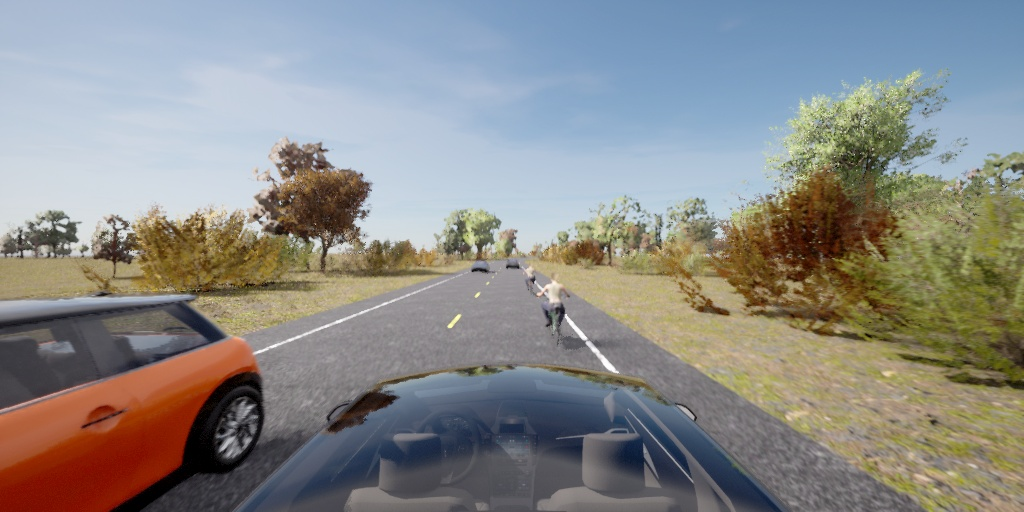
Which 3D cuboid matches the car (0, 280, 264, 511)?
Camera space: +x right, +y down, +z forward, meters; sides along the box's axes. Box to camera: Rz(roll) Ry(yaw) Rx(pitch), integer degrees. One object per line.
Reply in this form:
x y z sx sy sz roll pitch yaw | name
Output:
-3.598 1.102 1.760 2.097 1.767 4.553 0 0 0 | car

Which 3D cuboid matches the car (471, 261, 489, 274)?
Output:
-3.585 1.226 41.176 2.033 1.411 5.357 0 0 0 | car

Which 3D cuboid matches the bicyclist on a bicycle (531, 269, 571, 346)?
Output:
0.981 1.178 8.396 0.866 1.612 1.509 0 0 0 | bicyclist on a bicycle

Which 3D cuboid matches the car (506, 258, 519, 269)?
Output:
0.110 1.203 55.220 1.994 1.385 4.181 0 0 0 | car

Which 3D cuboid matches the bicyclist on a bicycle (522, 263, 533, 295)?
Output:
0.946 1.163 18.275 0.866 1.612 1.509 0 0 0 | bicyclist on a bicycle
